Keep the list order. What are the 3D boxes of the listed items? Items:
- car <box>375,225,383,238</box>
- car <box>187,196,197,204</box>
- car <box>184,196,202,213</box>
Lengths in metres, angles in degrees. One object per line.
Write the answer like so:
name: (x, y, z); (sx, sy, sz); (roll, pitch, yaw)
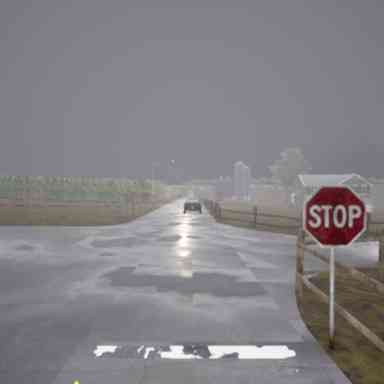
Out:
car: (11.842, 2.002, 16.616); (5.008, 1.535, 1.882); (2, 1, -2)
car: (0.061, 1.577, 65.898); (1.882, 1.535, 5.008); (0, 0, 0)
car: (0.076, 1.520, 38.051); (1.882, 1.535, 5.008); (0, 0, 0)
